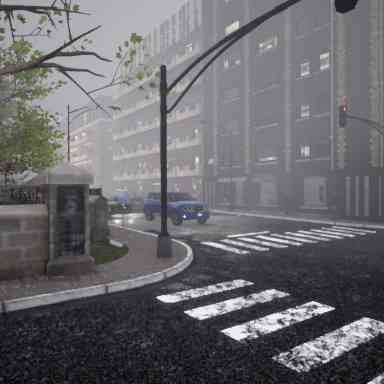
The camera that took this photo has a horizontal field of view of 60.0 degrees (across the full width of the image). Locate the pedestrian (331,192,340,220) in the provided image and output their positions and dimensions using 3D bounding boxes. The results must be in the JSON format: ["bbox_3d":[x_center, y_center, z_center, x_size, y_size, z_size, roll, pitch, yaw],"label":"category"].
[{"bbox_3d":[9.418,0.902,21.923,0.375,1.860,0.375,1,-1,-36],"label":"pedestrian"}]

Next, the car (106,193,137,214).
[{"bbox_3d":[-6.840,1.098,29.334,1.994,1.385,4.181,0,1,-36],"label":"car"}]

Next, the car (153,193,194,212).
[{"bbox_3d":[-1.858,0.950,32.353,1.967,1.590,4.097,1,1,-36],"label":"car"}]

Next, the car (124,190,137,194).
[{"bbox_3d":[-5.120,0.727,36.806,2.192,1.841,5.009,1,1,-36],"label":"car"}]

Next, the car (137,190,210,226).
[{"bbox_3d":[-1.179,0.926,21.607,2.150,2.045,5.566,0,1,-36],"label":"car"}]

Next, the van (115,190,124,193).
[{"bbox_3d":[-8.386,0.655,41.261,1.690,1.788,3.998,1,1,-36],"label":"van"}]
